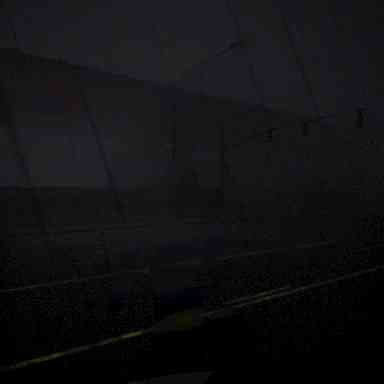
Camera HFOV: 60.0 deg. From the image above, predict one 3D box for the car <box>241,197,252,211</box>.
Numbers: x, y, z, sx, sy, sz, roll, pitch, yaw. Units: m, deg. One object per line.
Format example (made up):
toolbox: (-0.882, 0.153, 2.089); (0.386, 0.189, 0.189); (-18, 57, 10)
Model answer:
car: (4.200, 1.352, 39.192); (4.974, 1.542, 2.038); (0, 0, 8)

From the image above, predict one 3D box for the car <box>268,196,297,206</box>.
car: (11.833, 1.171, 45.596); (4.536, 1.218, 1.853); (0, 0, -7)

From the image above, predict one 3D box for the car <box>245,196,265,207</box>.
car: (7.973, 1.184, 41.909); (1.853, 1.218, 4.536); (0, 0, 18)

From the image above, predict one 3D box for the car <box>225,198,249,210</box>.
car: (4.149, 1.195, 39.199); (4.536, 1.218, 1.853); (0, 0, 8)

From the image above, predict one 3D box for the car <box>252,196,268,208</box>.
car: (7.957, 1.342, 41.860); (2.038, 1.542, 4.974); (0, 0, 18)

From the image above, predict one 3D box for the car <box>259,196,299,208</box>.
car: (11.884, 1.328, 45.602); (4.974, 1.542, 2.038); (0, 0, -7)
